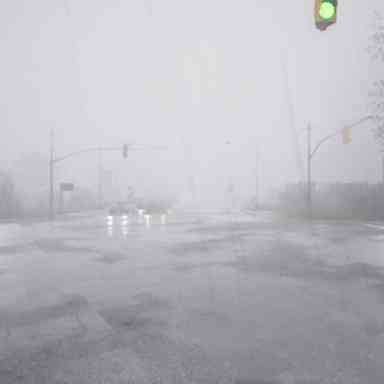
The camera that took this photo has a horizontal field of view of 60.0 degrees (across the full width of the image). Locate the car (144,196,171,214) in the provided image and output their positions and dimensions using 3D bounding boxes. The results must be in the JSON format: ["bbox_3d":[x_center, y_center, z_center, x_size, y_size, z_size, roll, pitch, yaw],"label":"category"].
[{"bbox_3d":[-3.611,1.457,35.632,1.882,1.535,5.008,0,0,0],"label":"car"}]

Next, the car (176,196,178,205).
[{"bbox_3d":[-3.563,1.319,59.292,2.097,1.767,4.553,0,0,1],"label":"car"}]

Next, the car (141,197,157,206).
[{"bbox_3d":[-7.088,1.516,55.285,2.033,1.411,5.357,0,0,0],"label":"car"}]

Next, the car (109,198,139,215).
[{"bbox_3d":[-7.121,1.581,34.443,1.895,1.301,4.718,0,0,1],"label":"car"}]

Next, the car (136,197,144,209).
[{"bbox_3d":[-7.112,1.480,43.757,1.837,1.490,4.892,0,0,0],"label":"car"}]

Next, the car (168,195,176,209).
[{"bbox_3d":[-3.612,1.452,45.211,1.882,1.535,5.008,0,0,0],"label":"car"}]
